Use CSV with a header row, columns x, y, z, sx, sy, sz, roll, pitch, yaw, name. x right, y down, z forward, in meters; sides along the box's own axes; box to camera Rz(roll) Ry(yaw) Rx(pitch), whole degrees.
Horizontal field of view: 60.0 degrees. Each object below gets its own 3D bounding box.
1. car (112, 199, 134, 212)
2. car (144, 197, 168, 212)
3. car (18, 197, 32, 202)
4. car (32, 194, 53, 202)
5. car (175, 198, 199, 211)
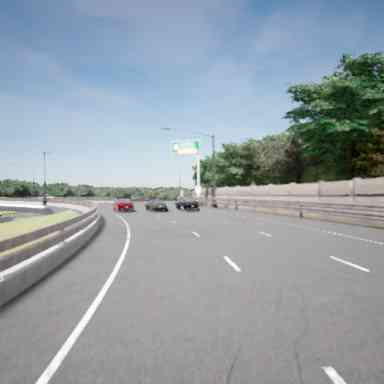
x,y,z,sx,sy,sz,roll,pitch,yaw,name
-8.348,1.549,40.021,1.882,1.535,5.008,-1,0,-23,car
-4.310,1.589,39.422,1.994,1.385,4.181,-1,0,-22,car
-40.574,1.922,81.325,4.892,1.490,1.837,-1,0,35,car
-36.647,1.601,82.722,5.566,2.045,2.150,-1,0,38,car
-0.681,1.459,40.368,1.882,1.535,5.008,-1,0,-18,car
